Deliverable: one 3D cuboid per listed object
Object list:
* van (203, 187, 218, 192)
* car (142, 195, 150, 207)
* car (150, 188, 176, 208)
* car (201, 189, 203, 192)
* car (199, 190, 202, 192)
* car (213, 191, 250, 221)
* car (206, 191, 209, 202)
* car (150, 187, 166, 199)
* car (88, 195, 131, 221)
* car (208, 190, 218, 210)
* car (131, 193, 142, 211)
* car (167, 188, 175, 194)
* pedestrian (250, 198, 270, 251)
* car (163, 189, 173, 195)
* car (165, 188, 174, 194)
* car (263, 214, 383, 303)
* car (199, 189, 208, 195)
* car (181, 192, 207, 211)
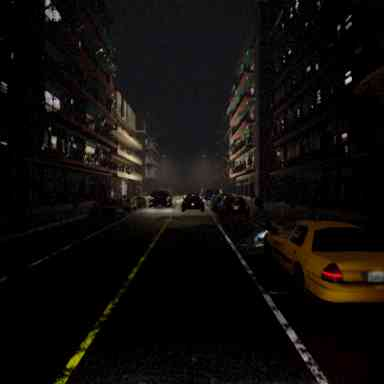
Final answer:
[{"bbox_3d":[2.709,0.426,45.136,1.690,1.788,3.998,1,1,0],"label":"van"},{"bbox_3d":[-5.675,0.840,33.690,1.752,1.417,4.829,1,1,0],"label":"car"},{"bbox_3d":[-3.092,0.660,34.030,2.097,1.767,4.553,0,1,0],"label":"car"},{"bbox_3d":[2.706,0.554,50.801,1.802,1.307,4.206,1,1,0],"label":"car"},{"bbox_3d":[0.087,0.644,47.220,1.895,1.301,4.718,0,1,0],"label":"car"},{"bbox_3d":[2.706,0.981,22.497,1.967,1.590,4.097,1,1,0],"label":"car"},{"bbox_3d":[2.705,0.863,33.820,2.008,1.369,4.403,1,1,0],"label":"car"},{"bbox_3d":[-5.669,0.174,56.498,2.192,1.841,5.009,1,1,0],"label":"car"},{"bbox_3d":[-5.676,1.085,22.540,1.887,1.381,4.507,1,1,0],"label":"car"},{"bbox_3d":[2.706,0.867,28.156,1.967,1.590,4.097,1,1,0],"label":"car"},{"bbox_3d":[-5.675,0.955,28.030,1.752,1.417,4.829,1,1,0],"label":"car"},{"bbox_3d":[-5.669,-0.269,90.465,1.887,1.381,4.507,1,1,0],"label":"car"},{"bbox_3d":[2.230,1.070,10.895,0.375,1.860,0.375,1,0,-3],"label":"pedestrian"},{"bbox_3d":[-5.670,-0.039,79.144,2.008,1.369,4.403,1,1,0],"label":"car"},{"bbox_3d":[-5.670,-0.173,84.635,1.752,1.417,4.829,1,1,0],"label":"car"},{"bbox_3d":[3.001,1.292,7.932,1.801,1.575,5.366,0,1,0],"label":"car"},{"bbox_3d":[2.710,-0.039,79.105,2.008,1.369,4.403,1,1,0],"label":"car"},{"bbox_3d":[0.075,0.955,29.912,1.994,1.385,4.181,0,1,0],"label":"car"}]
